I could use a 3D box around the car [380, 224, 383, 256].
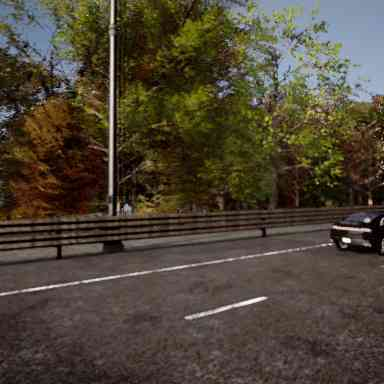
[{"bbox_3d":[7.186,1.587,8.934,4.674,1.442,1.812,0,0,-36],"label":"car"}]

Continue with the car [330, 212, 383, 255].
[{"bbox_3d":[7.630,1.572,13.615,4.902,1.511,2.128,0,0,-36],"label":"car"}]
